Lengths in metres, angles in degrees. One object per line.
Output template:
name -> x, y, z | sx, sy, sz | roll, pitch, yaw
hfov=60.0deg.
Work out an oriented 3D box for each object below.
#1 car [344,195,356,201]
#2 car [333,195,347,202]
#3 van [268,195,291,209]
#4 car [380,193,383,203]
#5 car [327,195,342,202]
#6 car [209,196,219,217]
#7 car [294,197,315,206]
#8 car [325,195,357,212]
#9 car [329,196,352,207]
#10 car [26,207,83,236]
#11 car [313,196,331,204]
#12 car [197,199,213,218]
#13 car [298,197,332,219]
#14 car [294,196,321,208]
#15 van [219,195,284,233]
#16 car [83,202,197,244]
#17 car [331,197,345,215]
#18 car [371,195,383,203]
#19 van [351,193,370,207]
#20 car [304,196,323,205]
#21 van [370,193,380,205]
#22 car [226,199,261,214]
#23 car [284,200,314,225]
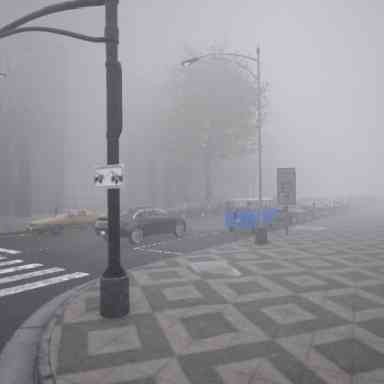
car -> 39.509, 1.400, 83.192 | 2.008, 1.369, 4.403 | -1, -1, 36
car -> 33.149, 1.415, 74.353 | 1.887, 1.381, 4.507 | -1, -1, 36
van -> 11.843, 1.292, 44.751 | 1.690, 1.788, 3.998 | -1, 0, 36
car -> 31.936, 1.274, 58.075 | 1.752, 1.417, 4.829 | -1, -1, 36
car -> 29.969, 1.432, 69.935 | 2.008, 1.369, 4.403 | -1, -1, 36
car -> 2.575, 1.307, 31.872 | 2.192, 1.841, 5.009 | -1, 0, 36
car -> 18.024, 1.492, 53.335 | 1.947, 1.339, 4.313 | -1, 0, 36
car -> 16.028, 1.363, 35.967 | 2.008, 1.369, 4.403 | -1, 0, 36
car -> 21.789, 1.375, 48.705 | 2.033, 1.411, 5.357 | -1, -1, 36
car -> -6.795, 1.564, 18.855 | 1.752, 1.417, 4.829 | -1, 0, 36
car -> 24.203, 1.453, 61.921 | 2.008, 1.369, 4.403 | -1, -1, 36
car -> -0.511, 1.552, 27.577 | 1.887, 1.381, 4.507 | -1, 0, 36
car -> 9.704, 1.385, 27.179 | 1.887, 1.381, 4.507 | -1, 0, 36
car -> 15.947, 1.386, 45.724 | 2.128, 1.511, 4.902 | -1, -1, 36
van -> 3.378, 1.212, 18.393 | 1.690, 1.788, 3.998 | -1, 0, 36
car -> -2.179, 1.429, 15.401 | 2.128, 1.511, 4.902 | -1, -1, 36
car -> 12.866, 1.408, 31.574 | 1.802, 1.307, 4.206 | -1, 0, 36
car -> 34.999, 1.304, 62.331 | 1.947, 1.339, 4.313 | -1, -1, 36
van -> 22.348, 1.127, 44.756 | 1.690, 1.788, 3.998 | -1, 0, 36
car -> 21.014, 1.440, 57.491 | 1.752, 1.417, 4.829 | -1, 0, 36
van -> 28.672, 1.102, 53.545 | 1.690, 1.788, 3.998 | -1, -1, 36
car -> 5.668, 1.529, 36.163 | 2.008, 1.369, 4.403 | -1, 0, 36
car -> 6.542, 1.422, 22.785 | 1.947, 1.339, 4.313 | -1, 0, 36
